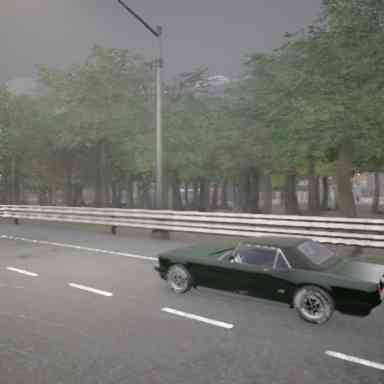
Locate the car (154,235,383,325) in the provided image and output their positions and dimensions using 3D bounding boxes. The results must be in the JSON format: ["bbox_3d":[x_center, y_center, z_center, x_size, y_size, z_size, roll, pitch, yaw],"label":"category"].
[{"bbox_3d":[1.453,1.605,7.133,4.718,1.301,1.895,0,0,36],"label":"car"}]
